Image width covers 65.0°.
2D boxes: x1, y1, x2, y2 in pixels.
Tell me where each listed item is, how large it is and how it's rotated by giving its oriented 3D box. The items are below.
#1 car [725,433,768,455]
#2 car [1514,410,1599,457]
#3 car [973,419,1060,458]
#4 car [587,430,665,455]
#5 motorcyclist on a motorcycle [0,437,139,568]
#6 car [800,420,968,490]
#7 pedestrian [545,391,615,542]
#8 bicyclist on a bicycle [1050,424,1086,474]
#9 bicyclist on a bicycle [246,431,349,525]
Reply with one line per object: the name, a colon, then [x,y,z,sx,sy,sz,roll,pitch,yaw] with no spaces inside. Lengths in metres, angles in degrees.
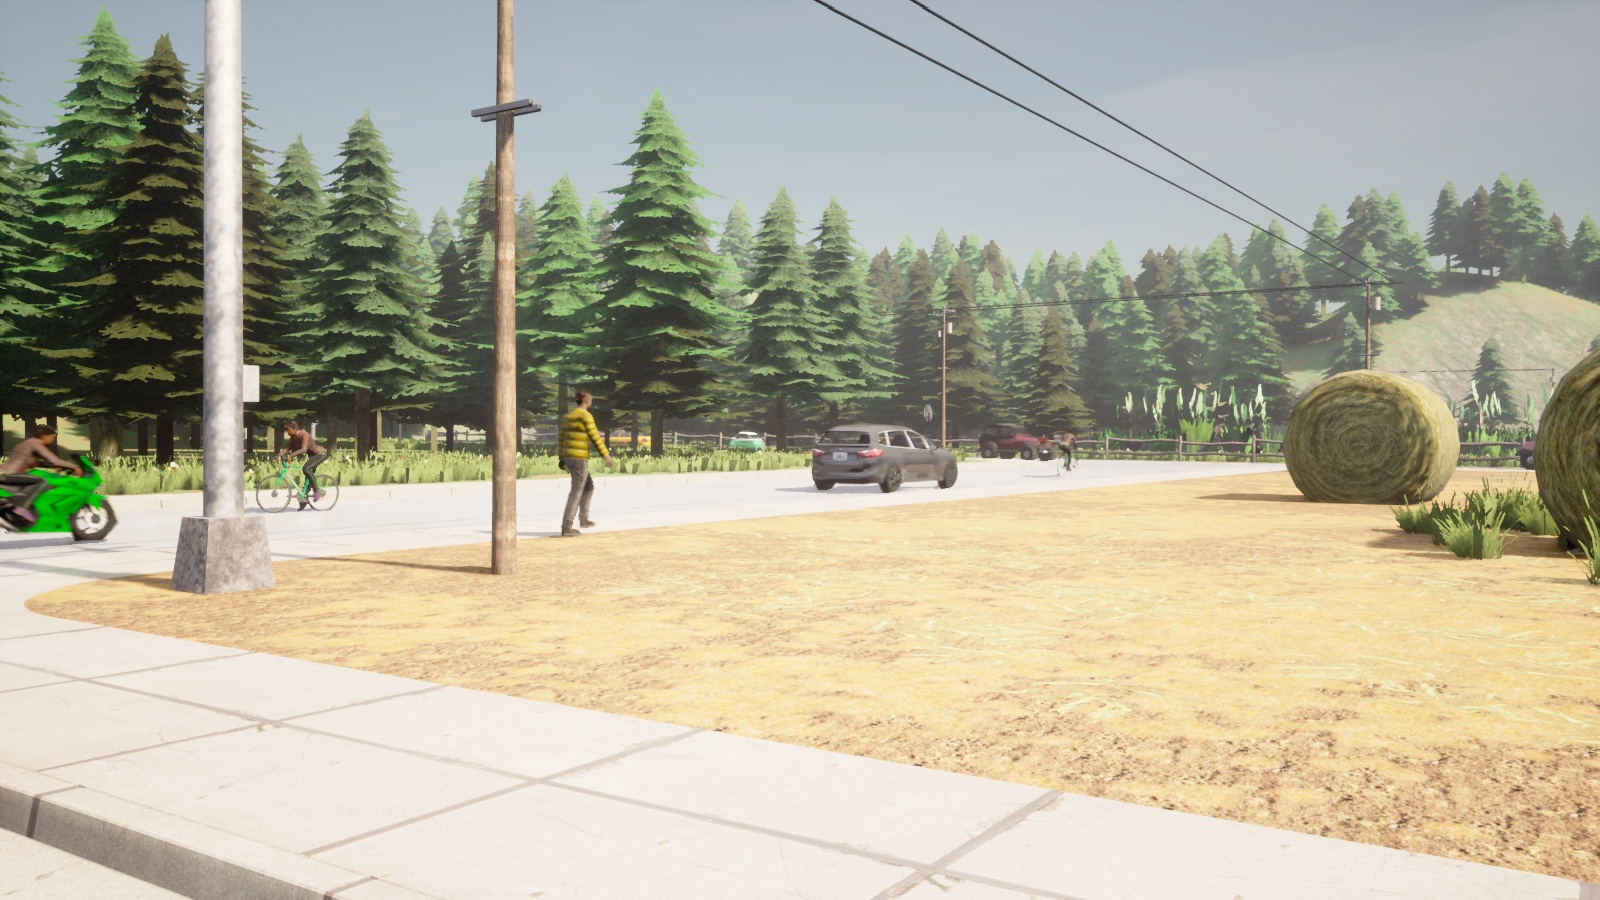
car: [-3.330,-0.383,77.844,2.207,1.376,1.481,1,2,36]
car: [31.567,-0.664,51.412,3.866,1.878,1.905,0,1,37]
car: [10.768,-0.583,62.615,3.866,1.878,1.905,0,1,44]
car: [-11.617,-0.487,83.801,5.366,1.575,1.801,0,1,36]
motorcyclist on a motorcycle: [-9.403,0.618,15.505,0.797,1.523,2.044,0,1,34]
car: [2.251,0.077,32.232,2.242,1.667,4.611,0,1,35]
pedestrian: [-2.741,0.191,15.665,0.709,1.840,0.431,-2,1,-43]
bicyclist on a bicycle: [8.972,-0.048,41.965,0.582,1.620,1.656,0,1,35]
bicyclist on a bicycle: [-8.886,0.476,22.261,0.582,1.620,1.656,0,0,35]
